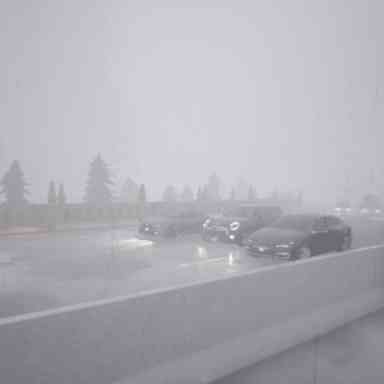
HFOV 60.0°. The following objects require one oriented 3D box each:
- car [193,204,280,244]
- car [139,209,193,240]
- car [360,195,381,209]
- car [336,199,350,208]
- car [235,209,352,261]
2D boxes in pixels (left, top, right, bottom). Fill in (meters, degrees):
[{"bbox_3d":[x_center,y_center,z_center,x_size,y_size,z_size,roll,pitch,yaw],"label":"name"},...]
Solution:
[{"bbox_3d":[2.556,1.369,15.236,4.553,1.767,2.097,0,0,-43],"label":"car"},{"bbox_3d":[-0.628,1.581,17.083,4.181,1.385,1.994,0,0,-41],"label":"car"},{"bbox_3d":[25.917,1.401,48.458,2.150,2.045,5.566,0,0,22],"label":"car"},{"bbox_3d":[23.355,1.803,51.502,1.895,1.301,4.718,0,0,21],"label":"car"},{"bbox_3d":[3.947,1.517,11.800,4.892,1.490,1.837,0,0,-41],"label":"car"}]
